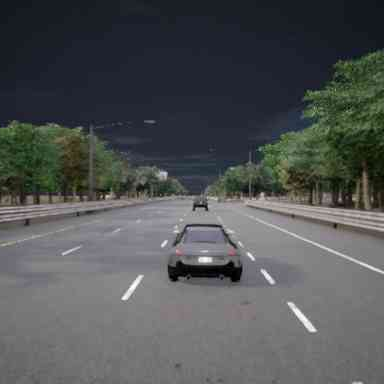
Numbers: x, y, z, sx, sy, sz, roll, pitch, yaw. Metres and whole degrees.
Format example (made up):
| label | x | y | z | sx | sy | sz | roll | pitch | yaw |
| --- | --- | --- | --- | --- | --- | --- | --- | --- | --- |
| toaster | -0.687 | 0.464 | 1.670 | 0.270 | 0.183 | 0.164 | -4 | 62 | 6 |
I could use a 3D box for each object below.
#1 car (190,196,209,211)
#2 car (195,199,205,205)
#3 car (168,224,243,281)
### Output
| label | x | y | z | sx | sy | sz | roll | pitch | yaw |
| --- | --- | --- | --- | --- | --- | --- | --- | --- | --- |
| car | 1.246 | 1.658 | 49.010 | 2.150 | 2.045 | 5.566 | 0 | 0 | 1 |
| car | 1.805 | 2.197 | 74.126 | 2.033 | 1.411 | 5.357 | 0 | 0 | 1 |
| car | 0.371 | 1.657 | 10.197 | 1.994 | 1.385 | 4.181 | 0 | -1 | 1 |
